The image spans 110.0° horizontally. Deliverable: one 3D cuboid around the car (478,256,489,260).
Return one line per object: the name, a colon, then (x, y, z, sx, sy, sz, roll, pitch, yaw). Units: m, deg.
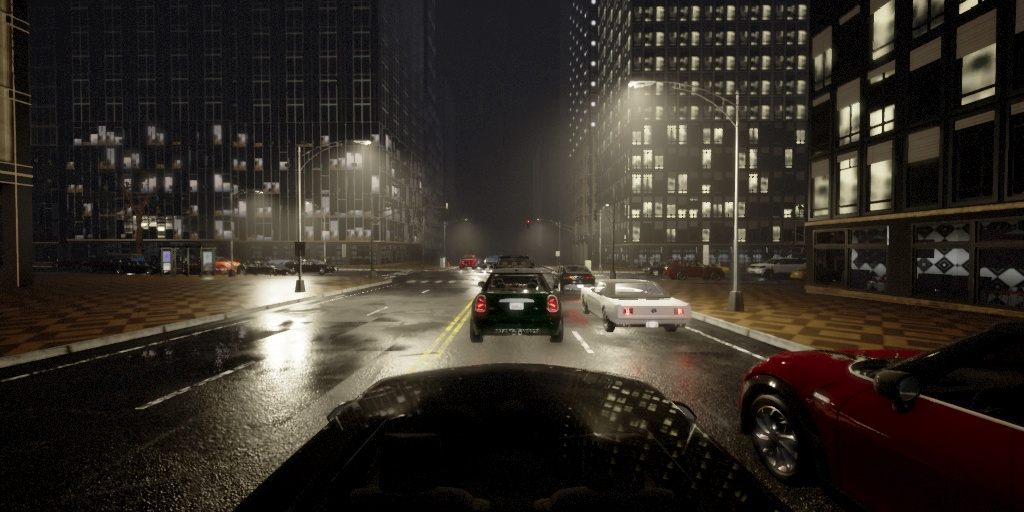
car: (-3.290, 1.206, 52.402, 2.128, 1.511, 4.902, 0, 0, 0)

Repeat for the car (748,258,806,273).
car: (28.136, 1.187, 37.725, 5.566, 2.045, 2.150, 1, 1, 2)

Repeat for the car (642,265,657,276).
car: (16.386, 1.366, 37.945, 4.892, 1.490, 1.837, 1, 1, 1)

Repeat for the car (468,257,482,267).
car: (-6.496, 1.054, 63.536, 2.097, 1.767, 4.553, 0, 0, 0)

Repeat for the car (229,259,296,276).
car: (-22.699, 1.173, 32.744, 4.313, 1.339, 1.948, 0, 0, 1)

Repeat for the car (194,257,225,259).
car: (-29.392, 0.854, 35.593, 4.553, 1.767, 2.097, 1, 1, 1)

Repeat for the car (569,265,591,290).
car: (3.369, 1.245, 20.053, 1.837, 1.490, 4.892, 0, 0, 0)

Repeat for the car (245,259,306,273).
car: (-25.453, 1.034, 38.709, 5.357, 1.411, 2.033, 1, 1, 1)

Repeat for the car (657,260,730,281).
car: (16.226, 1.268, 32.175, 5.009, 1.841, 2.192, 0, 0, 1)

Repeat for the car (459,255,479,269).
car: (-6.542, 0.935, 53.938, 2.150, 2.045, 5.566, 0, 0, 0)

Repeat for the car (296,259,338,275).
car: (-19.774, 1.081, 35.389, 4.902, 1.511, 2.128, 1, 1, 1)

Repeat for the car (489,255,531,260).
car: (0.119, 0.963, 19.560, 2.150, 2.045, 5.566, 0, 0, 0)

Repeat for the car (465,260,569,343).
car: (0.108, 1.099, 9.848, 2.097, 1.767, 4.553, 0, 0, 0)

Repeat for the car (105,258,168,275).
car: (-34.063, 1.069, 33.063, 4.313, 1.339, 1.948, 0, 0, 1)

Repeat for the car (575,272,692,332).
car: (3.360, 1.347, 10.796, 1.895, 1.301, 4.718, 0, 0, 0)

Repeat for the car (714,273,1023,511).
car: (3.350, 1.102, 1.778, 2.097, 1.767, 4.553, 0, 0, 0)

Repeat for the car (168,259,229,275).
car: (-28.383, 1.137, 32.883, 4.207, 1.307, 1.802, 0, 0, 1)

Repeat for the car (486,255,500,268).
car: (-3.259, 0.925, 62.565, 2.150, 2.045, 5.566, 0, 0, 0)

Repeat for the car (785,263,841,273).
car: (27.674, 1.578, 31.966, 4.829, 1.417, 1.751, 0, 0, 1)

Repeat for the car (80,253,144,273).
car: (-39.386, 0.763, 35.813, 4.553, 1.767, 2.097, 1, 1, 1)
